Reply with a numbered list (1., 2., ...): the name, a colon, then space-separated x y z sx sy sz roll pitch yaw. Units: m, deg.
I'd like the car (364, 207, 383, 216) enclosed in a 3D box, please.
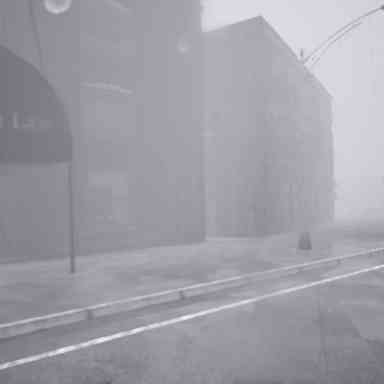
1. car: 30.293 3.191 54.975 2.128 1.511 4.902 -1 -3 2
